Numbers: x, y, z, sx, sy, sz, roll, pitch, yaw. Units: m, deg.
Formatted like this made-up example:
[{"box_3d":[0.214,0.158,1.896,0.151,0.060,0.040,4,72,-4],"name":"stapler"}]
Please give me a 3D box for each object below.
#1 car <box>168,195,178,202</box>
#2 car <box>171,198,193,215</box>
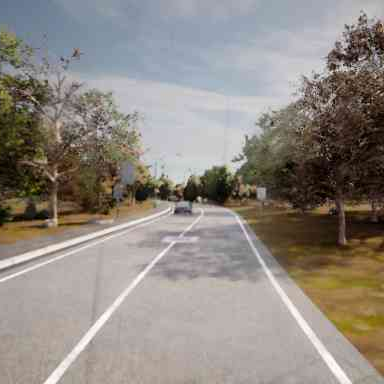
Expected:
[{"box_3d":[-4.329,1.502,76.761,2.097,1.767,4.553,1,0,-12],"name":"car"},{"box_3d":[-0.860,1.702,36.119,1.812,1.442,4.674,0,0,3],"name":"car"}]
